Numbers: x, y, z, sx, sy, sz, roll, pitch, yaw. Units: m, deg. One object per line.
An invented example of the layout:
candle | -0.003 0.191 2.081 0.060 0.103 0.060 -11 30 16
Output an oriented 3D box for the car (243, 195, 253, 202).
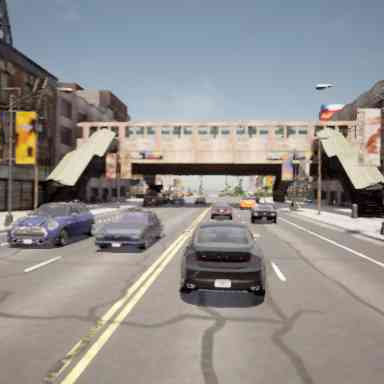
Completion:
car | 14.047 1.614 83.831 2.097 1.535 5.008 1 0 5

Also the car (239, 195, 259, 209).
car | 7.580 1.424 45.684 2.097 1.767 4.553 1 0 6

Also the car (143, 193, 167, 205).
car | -5.728 1.129 49.667 2.435 2.045 5.566 1 0 5

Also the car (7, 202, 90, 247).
car | -5.953 1.268 14.697 2.097 1.767 4.553 1 0 5

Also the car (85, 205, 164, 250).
car | -2.462 1.508 14.484 2.033 1.411 5.357 1 0 5

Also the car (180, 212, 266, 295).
car | 0.788 1.510 8.808 1.837 1.490 4.892 1 0 5

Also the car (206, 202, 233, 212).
car | 2.623 1.565 29.514 2.033 1.411 5.357 1 0 5

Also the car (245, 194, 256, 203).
car | 13.602 1.487 77.419 2.185 1.767 4.553 1 0 5

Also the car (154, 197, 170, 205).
car | -5.103 1.500 57.037 1.895 1.301 4.718 1 0 5

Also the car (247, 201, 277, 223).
car | 5.559 1.658 26.281 1.895 1.301 4.718 1 0 8

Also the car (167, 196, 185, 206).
car | -2.209 1.434 54.854 2.128 1.511 4.902 1 0 6

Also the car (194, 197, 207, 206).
car | 1.466 1.536 56.205 2.033 1.411 5.357 1 0 7
